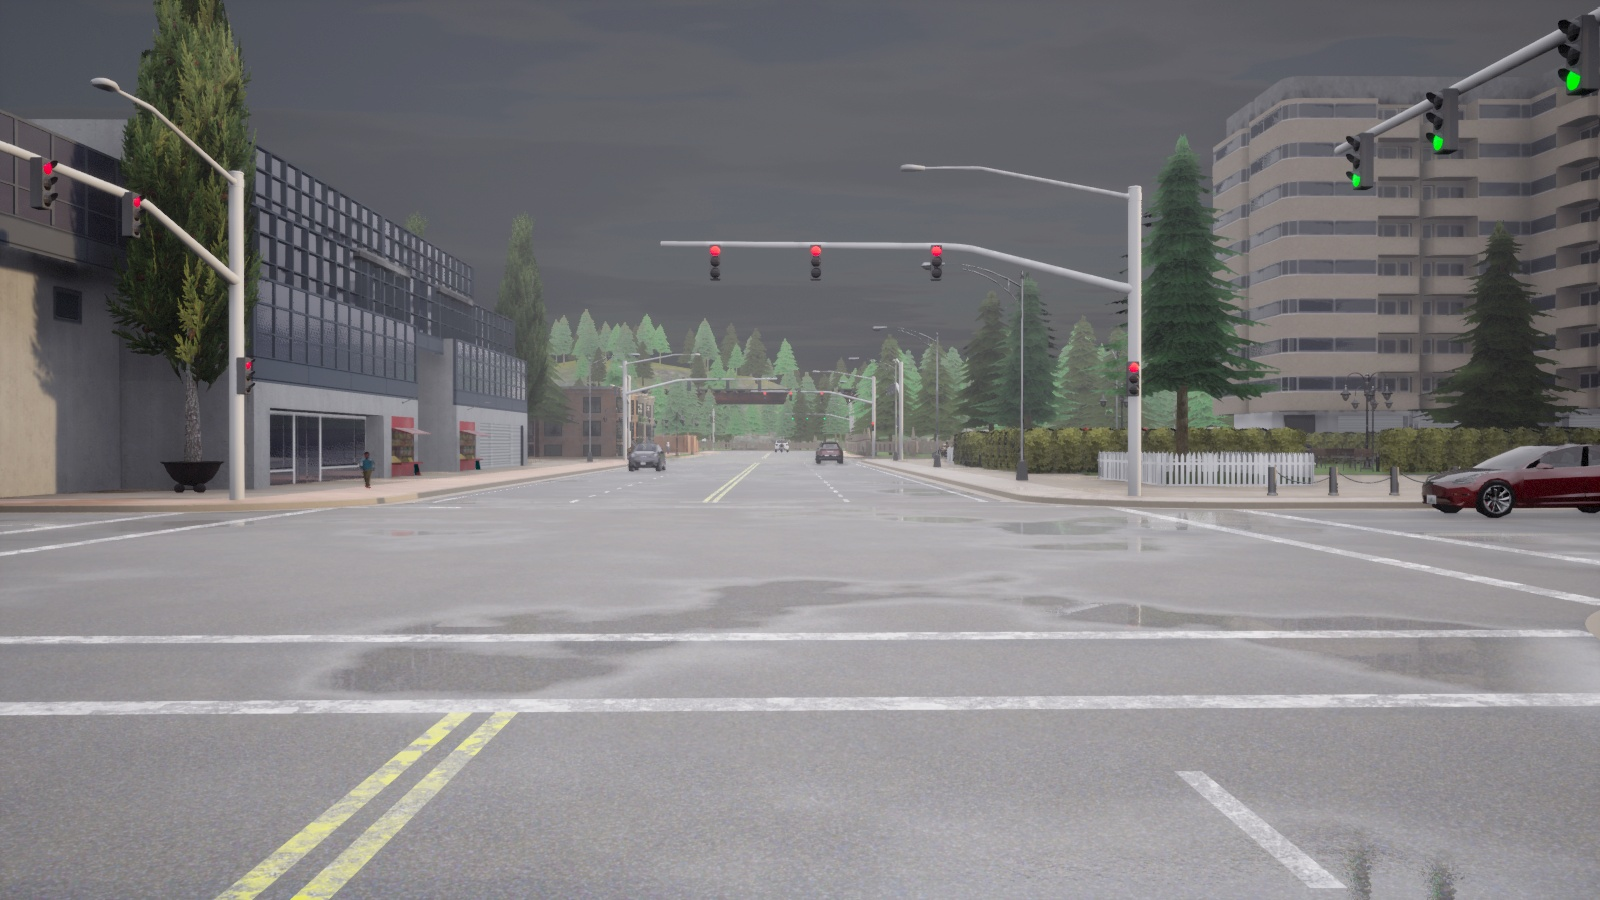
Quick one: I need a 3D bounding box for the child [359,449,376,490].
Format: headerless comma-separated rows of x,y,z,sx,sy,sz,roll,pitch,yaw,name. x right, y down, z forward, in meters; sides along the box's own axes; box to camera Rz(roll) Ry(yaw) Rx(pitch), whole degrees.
-12.720,0.566,36.940,0.343,1.192,0.448,0,0,-3,child

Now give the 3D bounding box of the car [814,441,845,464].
2.115,0.165,90.991,2.033,1.649,4.856,0,0,-1,car

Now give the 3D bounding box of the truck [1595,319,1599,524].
19.204,-0.528,22.210,8.468,3.827,2.891,0,0,-1,truck

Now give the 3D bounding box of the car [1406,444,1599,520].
15.302,0.614,25.652,4.792,1.488,2.163,0,0,-1,car

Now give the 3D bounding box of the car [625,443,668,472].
-8.037,0.382,65.870,1.845,1.501,3.633,0,0,-1,car
